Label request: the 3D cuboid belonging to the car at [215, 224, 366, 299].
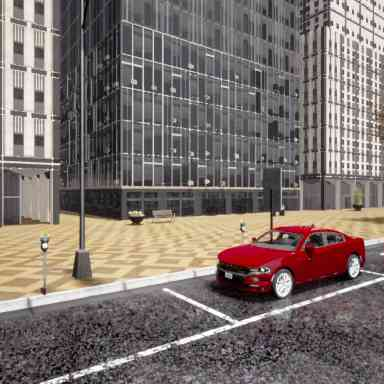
[{"bbox_3d":[2.611,1.545,8.426,4.507,1.381,1.887,0,0,-36],"label":"car"}]
